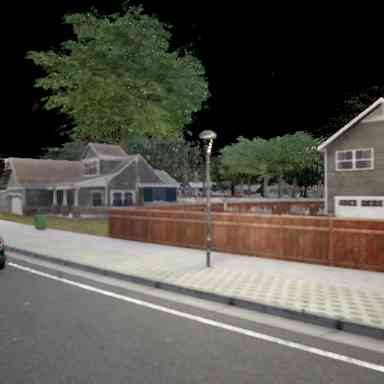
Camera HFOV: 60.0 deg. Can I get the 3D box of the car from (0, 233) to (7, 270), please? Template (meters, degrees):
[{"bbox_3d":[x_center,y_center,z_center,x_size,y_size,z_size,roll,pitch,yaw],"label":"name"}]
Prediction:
[{"bbox_3d":[-7.534,1.426,10.134,4.553,1.767,2.097,0,0,40],"label":"car"}]
